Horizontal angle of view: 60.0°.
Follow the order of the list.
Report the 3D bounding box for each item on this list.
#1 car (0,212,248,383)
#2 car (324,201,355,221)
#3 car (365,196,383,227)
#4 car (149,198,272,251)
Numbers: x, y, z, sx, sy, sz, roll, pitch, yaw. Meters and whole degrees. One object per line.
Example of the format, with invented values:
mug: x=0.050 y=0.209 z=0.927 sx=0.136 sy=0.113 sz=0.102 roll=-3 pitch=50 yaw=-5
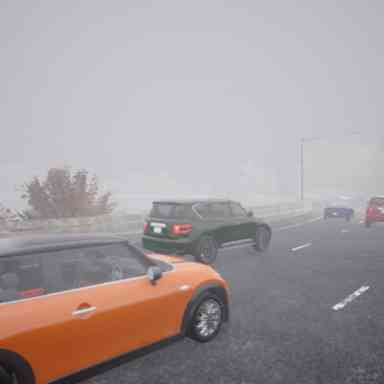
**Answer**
car: x=-1.470 y=1.356 z=4.700 sx=4.553 sy=1.767 sz=2.097 roll=0 pitch=0 yaw=-44
car: x=12.415 y=1.543 z=27.903 sx=1.882 sy=1.535 sz=5.008 roll=0 pitch=0 yaw=32
car: x=13.124 y=1.280 z=22.480 sx=2.150 sy=2.045 sz=5.566 roll=0 pitch=0 yaw=33
car: x=0.759 y=1.242 z=12.074 sx=2.150 sy=2.045 sz=5.566 roll=0 pitch=0 yaw=42
